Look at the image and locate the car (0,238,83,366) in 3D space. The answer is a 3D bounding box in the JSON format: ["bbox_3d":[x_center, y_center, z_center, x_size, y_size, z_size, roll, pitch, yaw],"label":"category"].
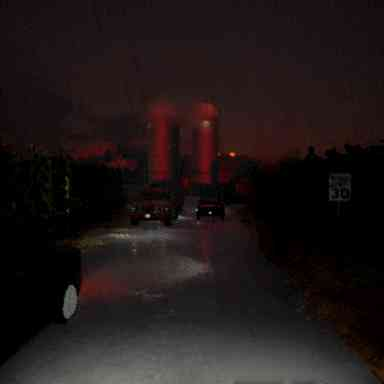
[{"bbox_3d":[-3.052,1.416,4.171,1.882,1.535,5.008,0,1,3],"label":"car"}]

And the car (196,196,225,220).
[{"bbox_3d":[1.288,1.051,23.285,2.128,1.511,4.902,0,1,3],"label":"car"}]

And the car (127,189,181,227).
[{"bbox_3d":[-2.156,0.848,20.146,2.150,2.045,5.566,0,1,3],"label":"car"}]

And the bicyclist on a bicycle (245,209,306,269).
[{"bbox_3d":[2.245,1.286,9.090,1.656,1.620,0.582,-4,1,3],"label":"bicyclist on a bicycle"}]

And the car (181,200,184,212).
[{"bbox_3d":[-1.700,1.050,27.331,2.033,1.411,5.357,0,1,3],"label":"car"}]
